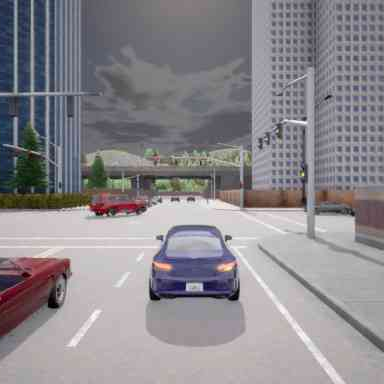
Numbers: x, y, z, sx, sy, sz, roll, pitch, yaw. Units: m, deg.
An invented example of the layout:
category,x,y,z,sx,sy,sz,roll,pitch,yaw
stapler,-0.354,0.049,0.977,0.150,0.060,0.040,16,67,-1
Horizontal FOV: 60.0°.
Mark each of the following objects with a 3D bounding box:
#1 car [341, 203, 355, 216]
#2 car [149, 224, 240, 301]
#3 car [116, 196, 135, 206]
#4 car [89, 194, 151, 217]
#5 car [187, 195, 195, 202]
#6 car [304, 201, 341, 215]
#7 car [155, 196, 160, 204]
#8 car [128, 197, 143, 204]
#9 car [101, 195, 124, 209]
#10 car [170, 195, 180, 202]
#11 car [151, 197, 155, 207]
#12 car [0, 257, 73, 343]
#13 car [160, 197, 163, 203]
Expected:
category,x,y,z,sx,sy,sz,roll,pitch,yaw
car,16.200,1.564,29.932,4.181,1.385,1.994,0,0,0
car,0.054,1.526,8.210,1.812,1.442,4.674,0,0,0
car,-10.751,1.491,54.260,2.128,1.511,4.902,0,0,0
car,-6.870,1.221,31.193,2.150,2.045,5.566,1,1,41
car,-0.222,1.477,74.486,1.837,1.490,4.892,0,0,0
car,13.531,1.564,33.437,4.181,1.385,1.994,0,0,0
car,-7.252,1.601,58.774,1.895,1.301,4.718,0,0,0
car,-10.738,1.601,63.483,1.895,1.301,4.718,0,0,0
car,-10.733,1.352,45.300,2.097,1.767,4.553,0,0,0
car,-3.722,1.501,74.476,1.812,1.442,4.674,0,0,0
car,-7.243,1.352,49.791,2.097,1.767,4.553,0,0,0
car,-3.454,1.601,4.939,1.895,1.301,4.718,0,0,0
car,-7.204,1.564,68.821,1.994,1.385,4.181,0,0,0
